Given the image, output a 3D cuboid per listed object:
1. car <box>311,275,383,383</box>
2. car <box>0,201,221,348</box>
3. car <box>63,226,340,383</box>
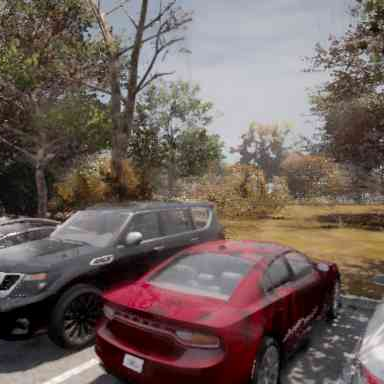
[{"bbox_3d":[3.038,1.529,3.624,2.002,1.452,4.674,0,0,36],"label":"car"},{"bbox_3d":[-1.379,1.240,6.813,2.435,2.045,5.566,0,0,36],"label":"car"},{"bbox_3d":[0.887,1.490,5.189,2.097,1.535,5.008,0,0,36],"label":"car"}]
